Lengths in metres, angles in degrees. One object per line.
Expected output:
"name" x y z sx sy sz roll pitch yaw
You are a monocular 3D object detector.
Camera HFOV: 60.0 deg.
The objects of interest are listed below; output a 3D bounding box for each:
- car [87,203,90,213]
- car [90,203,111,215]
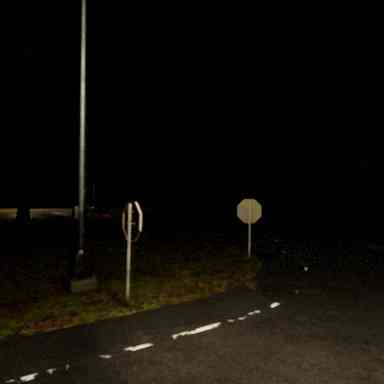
"car" -18.455 2.826 59.808 2.097 1.767 4.553 2 -2 -33
"car" -14.576 2.886 53.964 1.837 1.490 4.892 2 -2 -32
